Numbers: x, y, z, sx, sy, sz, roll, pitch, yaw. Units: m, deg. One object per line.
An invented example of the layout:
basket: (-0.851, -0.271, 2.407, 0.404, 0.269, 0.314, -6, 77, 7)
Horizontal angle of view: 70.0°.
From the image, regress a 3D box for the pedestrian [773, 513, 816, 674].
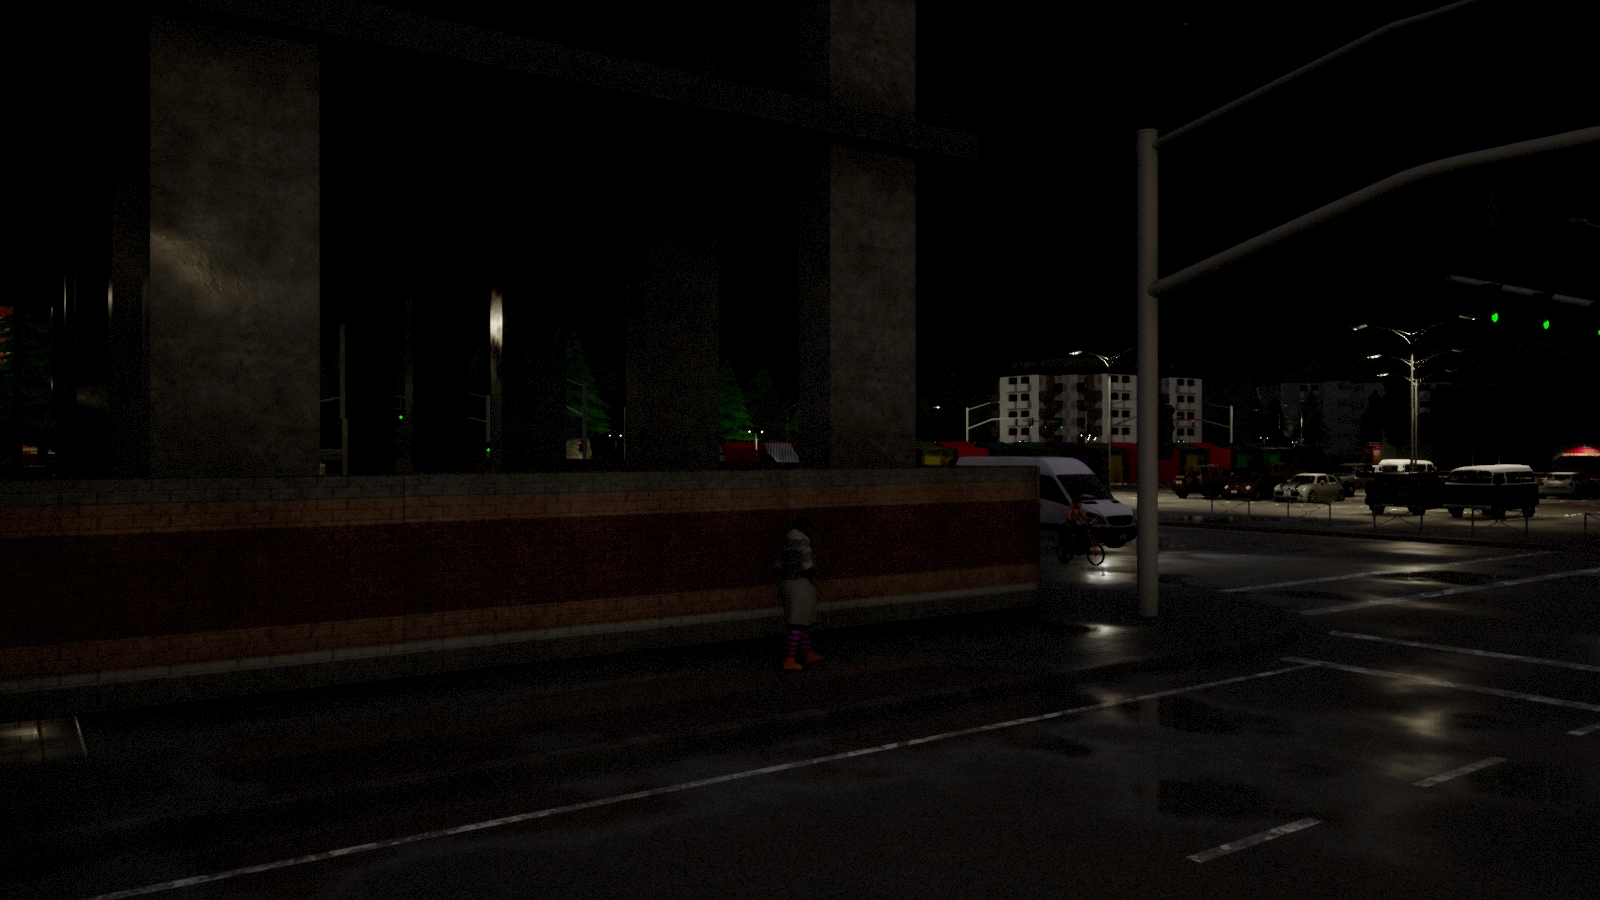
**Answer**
pedestrian: (-0.069, 1.693, 13.627, 0.375, 1.860, 0.375, 0, 0, -32)

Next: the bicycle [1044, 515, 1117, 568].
bicycle: (6.706, 2.169, 27.364, 0.859, 1.126, 1.487, 0, 0, -35)

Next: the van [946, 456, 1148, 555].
van: (6.983, 1.470, 33.056, 1.988, 2.561, 5.915, 0, 0, -35)
